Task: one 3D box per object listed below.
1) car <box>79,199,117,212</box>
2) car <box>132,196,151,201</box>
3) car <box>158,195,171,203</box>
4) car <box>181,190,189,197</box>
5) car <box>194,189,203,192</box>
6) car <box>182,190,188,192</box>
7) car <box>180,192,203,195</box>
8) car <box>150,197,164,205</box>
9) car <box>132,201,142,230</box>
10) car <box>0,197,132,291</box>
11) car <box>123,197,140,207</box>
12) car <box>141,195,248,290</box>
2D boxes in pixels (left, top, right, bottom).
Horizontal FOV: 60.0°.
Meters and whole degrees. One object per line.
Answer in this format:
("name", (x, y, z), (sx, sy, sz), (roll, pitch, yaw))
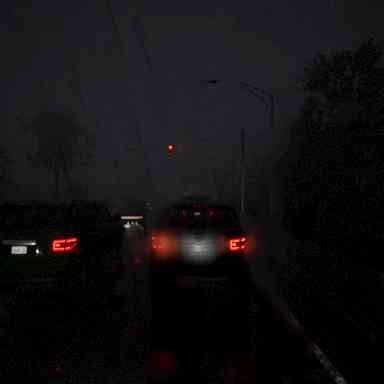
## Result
("car", (-11.145, 1.601, 39.787), (1.895, 1.301, 4.718), (0, 0, 20))
("car", (-6.456, 1.548, 39.877), (2.033, 1.411, 5.357), (0, 0, 1))
("car", (-5.696, 1.374, 69.983), (2.128, 1.511, 4.902), (0, 1, 1))
("car", (-1.807, 0.294, 87.686), (1.882, 1.535, 5.008), (0, 3, 1))
("car", (1.472, 0.850, 77.573), (2.097, 1.767, 4.553), (0, 3, 1))
("car", (-2.036, 1.053, 77.274), (2.033, 1.411, 5.357), (0, 3, 1))
("car", (0.328, 1.221, 19.563), (2.150, 2.045, 5.566), (0, 0, 1))
("car", (-6.040, 1.601, 58.080), (1.895, 1.301, 4.718), (0, 0, 1))
("car", (-3.187, 1.491, 19.013), (2.128, 1.511, 4.902), (0, 0, 1))
("car", (-3.330, 1.221, 9.146), (2.150, 2.045, 5.566), (0, 0, 1))
("car", (-9.654, 1.563, 53.286), (1.994, 1.385, 4.181), (0, 0, 1))
("car", (0.171, 1.221, 9.233), (2.150, 2.045, 5.566), (0, 0, 1))
